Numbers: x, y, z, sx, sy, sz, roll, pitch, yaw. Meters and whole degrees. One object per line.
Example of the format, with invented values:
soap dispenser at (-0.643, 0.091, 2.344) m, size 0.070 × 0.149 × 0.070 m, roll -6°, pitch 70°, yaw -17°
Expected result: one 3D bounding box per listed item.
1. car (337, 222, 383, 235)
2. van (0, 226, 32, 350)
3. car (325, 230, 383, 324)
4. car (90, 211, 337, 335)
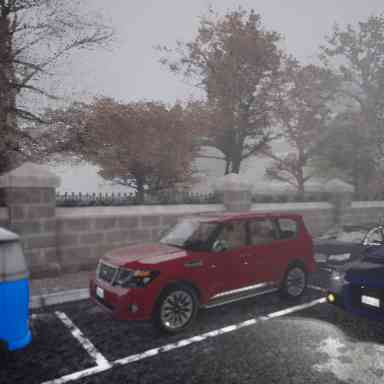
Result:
car at (5.042, 1.639, 10.161) m, size 4.403 × 1.369 × 2.008 m, roll 1°, pitch -1°, yaw -36°
van at (-3.969, 1.331, 3.734) m, size 3.998 × 1.788 × 1.690 m, roll 1°, pitch -1°, yaw -36°
car at (4.565, 1.631, 6.637) m, size 4.181 × 1.385 × 1.994 m, roll 1°, pitch 0°, yaw -36°
car at (0.538, 1.354, 6.949) m, size 5.009 × 1.841 × 2.192 m, roll 1°, pitch -1°, yaw -36°
